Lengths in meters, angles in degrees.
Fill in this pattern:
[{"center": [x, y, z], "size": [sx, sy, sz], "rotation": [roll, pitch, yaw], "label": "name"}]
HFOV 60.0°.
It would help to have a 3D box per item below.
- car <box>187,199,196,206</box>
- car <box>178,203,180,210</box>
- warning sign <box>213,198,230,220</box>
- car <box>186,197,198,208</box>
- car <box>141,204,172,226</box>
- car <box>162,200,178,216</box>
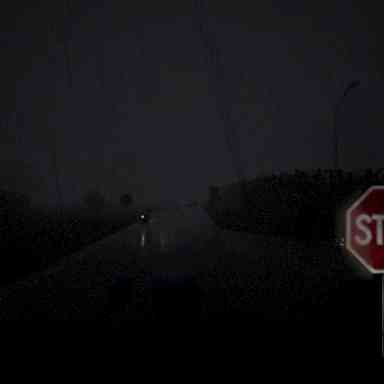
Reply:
[{"center": [-0.046, 2.210, 70.064], "size": [1.895, 1.301, 4.718], "rotation": [0, 0, 0], "label": "car"}, {"center": [-2.873, 1.985, 49.522], "size": [1.837, 1.490, 4.892], "rotation": [0, -1, 0], "label": "car"}, {"center": [2.430, 1.392, 27.590], "size": [1.300, 1.860, 1.060], "rotation": [0, -1, 0], "label": "warning sign"}, {"center": [-0.039, 1.918, 59.991], "size": [2.097, 1.767, 4.553], "rotation": [0, 0, 0], "label": "car"}, {"center": [-2.803, 1.859, 25.708], "size": [1.895, 1.301, 4.718], "rotation": [0, -1, -1], "label": "car"}, {"center": [-2.878, 1.933, 37.183], "size": [1.994, 1.385, 4.181], "rotation": [0, -1, 0], "label": "car"}]
